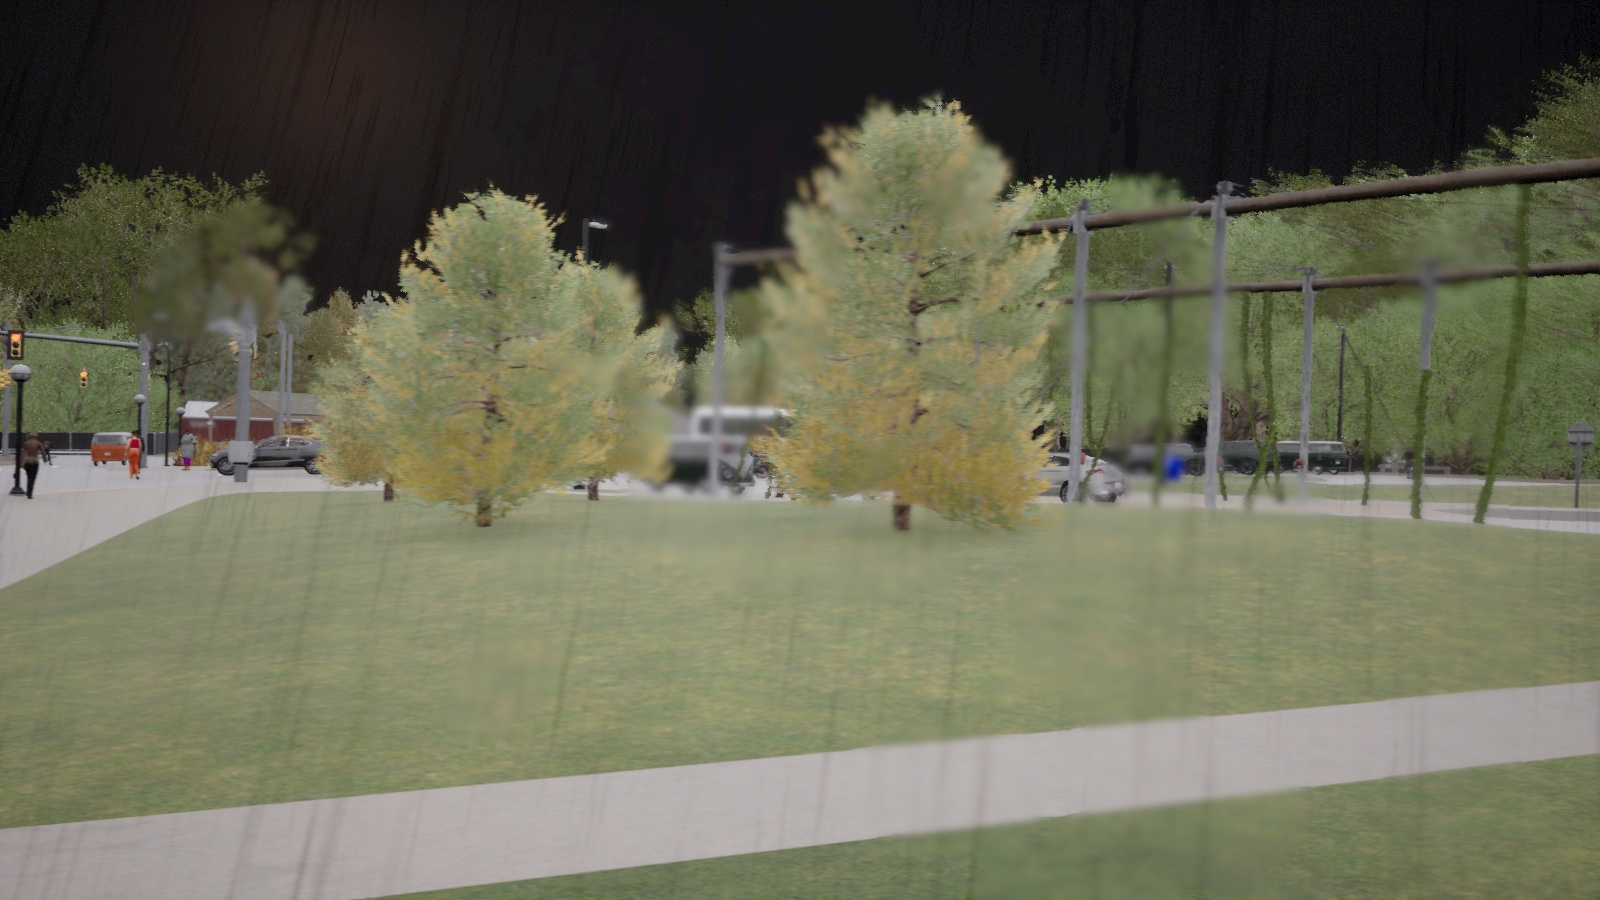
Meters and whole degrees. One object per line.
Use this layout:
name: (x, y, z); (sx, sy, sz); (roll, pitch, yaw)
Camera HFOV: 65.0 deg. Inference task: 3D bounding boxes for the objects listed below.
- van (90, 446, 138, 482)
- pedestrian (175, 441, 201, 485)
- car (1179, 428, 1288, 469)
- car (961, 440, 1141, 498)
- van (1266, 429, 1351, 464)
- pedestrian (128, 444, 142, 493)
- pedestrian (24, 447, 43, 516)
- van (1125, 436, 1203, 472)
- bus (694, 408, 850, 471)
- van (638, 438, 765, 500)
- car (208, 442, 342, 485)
van: (-40.884, 0.821, 74.965); (1.775, 1.987, 4.442); (-1, 1, -19)
pedestrian: (-27.648, 0.569, 56.755); (0.659, 1.952, 0.873); (1, 0, 10)
car: (25.373, -0.052, 73.681); (2.150, 2.045, 5.566); (-3, -1, -43)
car: (7.620, 0.584, 38.459); (5.027, 1.651, 2.152); (-1, -1, 44)
van: (29.901, -0.186, 73.969); (1.775, 1.987, 4.442); (-1, 0, -32)
pedestrian: (-24.929, 0.694, 47.084); (0.345, 1.836, 0.594); (0, 1, -41)
pedestrian: (-20.562, 0.836, 33.674); (0.331, 1.846, 0.634); (1, 0, -23)
van: (22.816, 0.265, 78.801); (4.442, 1.987, 1.775); (-4, -1, 21)
bus: (-1.930, -0.735, 88.780); (10.273, 4.253, 3.944); (0, 1, 15)
van: (-3.349, 0.628, 42.240); (4.442, 1.987, 1.775); (-1, -1, 44)
car: (-21.772, 0.529, 52.315); (5.027, 1.651, 2.152); (-1, 1, -21)
